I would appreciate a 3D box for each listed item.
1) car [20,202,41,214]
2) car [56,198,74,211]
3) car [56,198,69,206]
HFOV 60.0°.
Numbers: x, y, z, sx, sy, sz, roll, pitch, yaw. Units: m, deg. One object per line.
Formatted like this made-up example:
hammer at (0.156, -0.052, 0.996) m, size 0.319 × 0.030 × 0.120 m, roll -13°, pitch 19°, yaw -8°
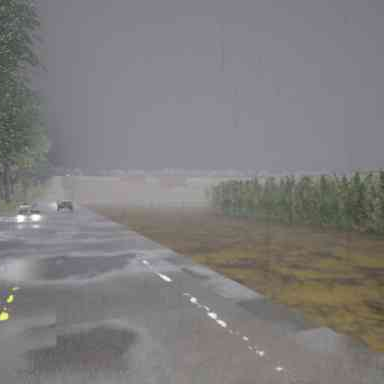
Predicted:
car at (-17.888, 1.744, 36.891) m, size 1.895 × 1.301 × 4.718 m, roll 0°, pitch 0°, yaw -22°
car at (-16.745, 1.686, 43.864) m, size 1.837 × 1.490 × 4.892 m, roll 0°, pitch 0°, yaw -22°
car at (-24.400, 1.856, 62.558) m, size 2.128 × 1.511 × 4.902 m, roll 0°, pitch -1°, yaw -22°
